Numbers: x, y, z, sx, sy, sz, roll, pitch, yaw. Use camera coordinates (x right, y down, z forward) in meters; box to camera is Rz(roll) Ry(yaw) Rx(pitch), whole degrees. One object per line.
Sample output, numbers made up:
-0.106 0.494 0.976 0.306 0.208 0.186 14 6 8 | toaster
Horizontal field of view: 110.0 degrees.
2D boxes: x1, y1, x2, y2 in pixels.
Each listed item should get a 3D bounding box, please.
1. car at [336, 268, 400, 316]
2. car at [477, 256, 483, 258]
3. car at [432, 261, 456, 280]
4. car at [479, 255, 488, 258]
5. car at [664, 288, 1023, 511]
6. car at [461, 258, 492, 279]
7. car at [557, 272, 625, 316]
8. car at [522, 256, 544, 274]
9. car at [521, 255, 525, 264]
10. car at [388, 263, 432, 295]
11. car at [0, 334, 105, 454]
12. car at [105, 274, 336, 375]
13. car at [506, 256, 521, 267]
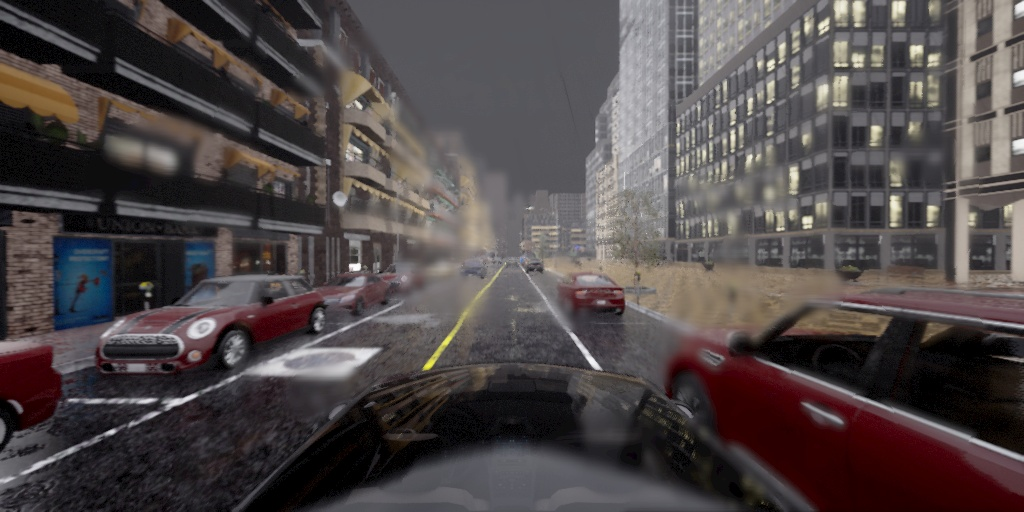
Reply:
-5.691 1.277 12.958 1.802 1.307 4.207 0 0 0 | car
-5.690 1.072 51.643 1.888 1.381 4.507 0 0 0 | car
-5.690 1.143 29.367 1.751 1.417 4.829 0 0 0 | car
-5.690 1.012 62.526 1.751 1.417 4.829 0 0 0 | car
2.689 1.064 1.903 2.192 1.841 5.009 0 0 0 | car
-3.097 1.161 30.416 2.033 1.411 5.357 0 0 0 | car
2.689 1.240 12.957 1.888 1.381 4.507 0 0 0 | car
2.356 1.085 38.057 1.837 1.490 4.892 0 0 0 | car
2.691 0.968 51.642 1.967 1.591 4.097 0 0 0 | car
-5.691 1.108 18.484 1.967 1.591 4.097 0 0 0 | car
-5.691 1.294 1.903 1.888 1.381 4.507 0 0 0 | car
-5.691 1.162 7.431 1.967 1.591 4.097 0 0 0 | car
0.004 0.997 57.645 2.128 1.511 4.902 0 0 0 | car
